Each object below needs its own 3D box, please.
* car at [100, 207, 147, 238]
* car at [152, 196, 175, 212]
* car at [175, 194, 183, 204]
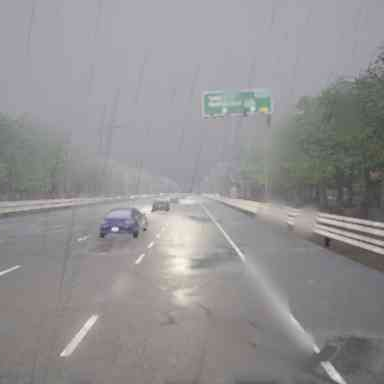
[{"bbox_3d":[-3.488,1.523,17.401,1.812,1.442,4.674,0,0,0],"label":"car"},{"bbox_3d":[-3.461,1.482,38.074,2.128,1.511,4.902,0,0,0],"label":"car"},{"bbox_3d":[-3.422,1.531,65.233,2.033,1.411,5.357,0,0,0],"label":"car"}]
